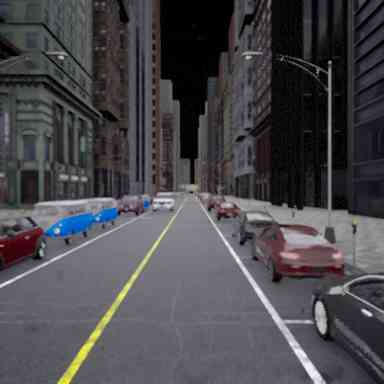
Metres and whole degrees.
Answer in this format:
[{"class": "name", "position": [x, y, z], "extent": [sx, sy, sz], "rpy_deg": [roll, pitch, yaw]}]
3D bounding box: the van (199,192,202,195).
[{"class": "van", "position": [2.715, 1.158, 65.720], "extent": [1.690, 1.788, 3.998], "rpy_deg": [0, 0, 0]}]

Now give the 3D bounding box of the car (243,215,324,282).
[{"class": "car", "position": [2.754, 1.550, 9.359], "extent": [1.802, 1.307, 4.206], "rpy_deg": [0, 0, 0]}]

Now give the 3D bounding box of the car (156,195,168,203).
[{"class": "car", "position": [-5.810, 1.383, 65.703], "extent": [1.947, 1.339, 4.313], "rpy_deg": [0, 0, 0]}]

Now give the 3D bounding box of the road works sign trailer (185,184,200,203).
[{"class": "road works sign trailer", "position": [-0.042, 0.289, 62.032], "extent": [2.380, 3.560, 2.880], "rpy_deg": [0, 0, 0]}]

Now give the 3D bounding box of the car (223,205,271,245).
[{"class": "car", "position": [2.750, 1.501, 14.995], "extent": [2.008, 1.369, 4.403], "rpy_deg": [0, 0, 0]}]

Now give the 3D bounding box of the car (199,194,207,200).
[{"class": "car", "position": [2.704, 1.305, 82.800], "extent": [1.752, 1.417, 4.829], "rpy_deg": [0, 0, 0]}]

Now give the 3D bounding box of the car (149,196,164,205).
[{"class": "car", "position": [-5.802, 1.387, 54.429], "extent": [1.887, 1.381, 4.507], "rpy_deg": [0, 0, 0]}]

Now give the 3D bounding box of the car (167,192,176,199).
[{"class": "car", "position": [-5.830, 1.072, 93.885], "extent": [2.192, 1.841, 5.009], "rpy_deg": [0, 0, 0]}]

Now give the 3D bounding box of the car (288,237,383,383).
[{"class": "car", "position": [2.758, 1.538, 3.723], "extent": [2.008, 1.369, 4.403], "rpy_deg": [0, 0, 0]}]

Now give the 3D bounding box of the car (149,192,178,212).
[{"class": "car", "position": [-3.122, 1.106, 37.270], "extent": [2.150, 2.045, 5.566], "rpy_deg": [0, 0, 0]}]

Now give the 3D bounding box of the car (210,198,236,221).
[{"class": "car", "position": [2.743, 1.461, 26.267], "extent": [1.887, 1.381, 4.507], "rpy_deg": [0, 0, 0]}]

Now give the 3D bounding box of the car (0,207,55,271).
[{"class": "car", "position": [-5.771, 1.409, 9.337], "extent": [1.967, 1.590, 4.097], "rpy_deg": [0, 0, 0]}]

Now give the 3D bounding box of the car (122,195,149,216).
[{"class": "car", "position": [-5.787, 1.215, 31.882], "extent": [2.192, 1.841, 5.009], "rpy_deg": [0, 0, 0]}]

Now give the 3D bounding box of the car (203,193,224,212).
[{"class": "car", "position": [2.734, 1.199, 37.539], "extent": [2.192, 1.841, 5.009], "rpy_deg": [0, 0, 0]}]

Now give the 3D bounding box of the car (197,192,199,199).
[{"class": "car", "position": [2.707, 1.233, 76.994], "extent": [1.967, 1.590, 4.097], "rpy_deg": [0, 0, 0]}]

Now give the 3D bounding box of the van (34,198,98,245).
[{"class": "van", "position": [-5.775, 1.292, 14.973], "extent": [1.690, 1.788, 3.998], "rpy_deg": [0, 0, 0]}]

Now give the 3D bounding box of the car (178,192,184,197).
[{"class": "car", "position": [-3.053, 0.994, 77.485], "extent": [1.994, 1.385, 4.181], "rpy_deg": [0, 0, 0]}]

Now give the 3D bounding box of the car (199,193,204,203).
[{"class": "car", "position": [2.719, 1.354, 60.255], "extent": [1.752, 1.417, 4.829], "rpy_deg": [0, 0, 0]}]

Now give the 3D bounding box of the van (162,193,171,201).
[{"class": "van", "position": [-5.818, 1.134, 76.976], "extent": [1.690, 1.788, 3.998], "rpy_deg": [0, 0, 0]}]

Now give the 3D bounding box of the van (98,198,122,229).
[{"class": "van", "position": [-5.779, 1.275, 20.610], "extent": [1.690, 1.788, 3.998], "rpy_deg": [0, 0, 0]}]

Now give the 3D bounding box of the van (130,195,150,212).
[{"class": "van", "position": [-5.791, 1.226, 37.518], "extent": [1.690, 1.788, 3.998], "rpy_deg": [0, 0, 0]}]

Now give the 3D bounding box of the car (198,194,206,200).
[{"class": "car", "position": [2.700, 1.319, 88.266], "extent": [2.008, 1.369, 4.403], "rpy_deg": [0, 0, 0]}]
